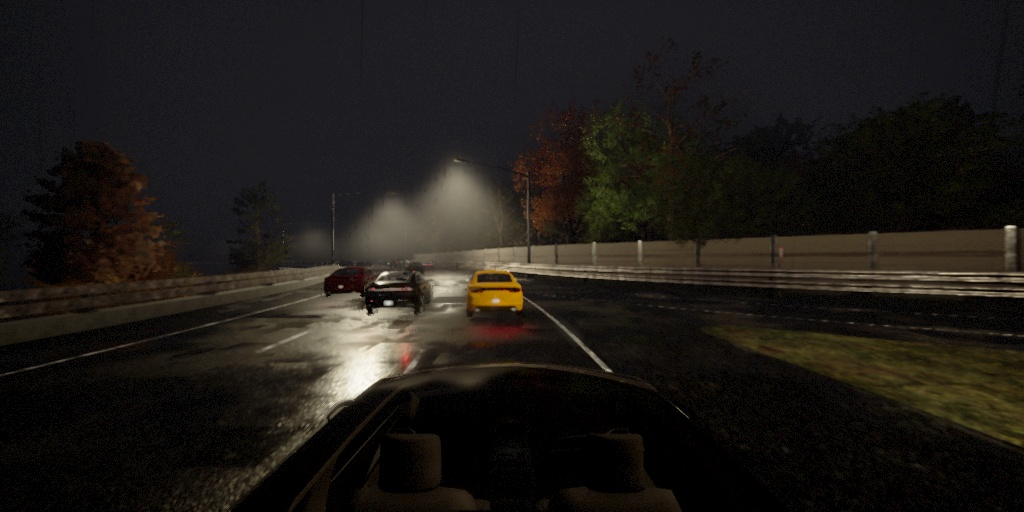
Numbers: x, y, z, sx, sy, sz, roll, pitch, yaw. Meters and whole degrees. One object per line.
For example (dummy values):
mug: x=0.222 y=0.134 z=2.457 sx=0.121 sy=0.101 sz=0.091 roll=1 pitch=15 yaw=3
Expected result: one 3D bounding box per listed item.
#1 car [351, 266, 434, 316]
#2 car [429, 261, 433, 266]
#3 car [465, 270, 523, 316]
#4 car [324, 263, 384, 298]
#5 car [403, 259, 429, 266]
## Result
car: x=-4.228 y=1.306 z=13.907 sx=2.128 sy=1.511 sz=4.902 roll=0 pitch=0 yaw=-6
car: x=-13.262 y=1.490 z=54.247 sx=2.128 sy=1.511 sz=4.902 roll=0 pitch=0 yaw=-28
car: x=-0.773 y=1.271 z=13.737 sx=1.882 sy=1.535 sz=5.008 roll=0 pitch=0 yaw=-6
car: x=-8.639 y=1.338 z=19.687 sx=1.882 sy=1.535 sz=5.008 roll=0 pitch=0 yaw=-9
car: x=-11.234 y=1.452 z=41.643 sx=1.837 sy=1.490 sz=4.892 roll=0 pitch=0 yaw=-22
